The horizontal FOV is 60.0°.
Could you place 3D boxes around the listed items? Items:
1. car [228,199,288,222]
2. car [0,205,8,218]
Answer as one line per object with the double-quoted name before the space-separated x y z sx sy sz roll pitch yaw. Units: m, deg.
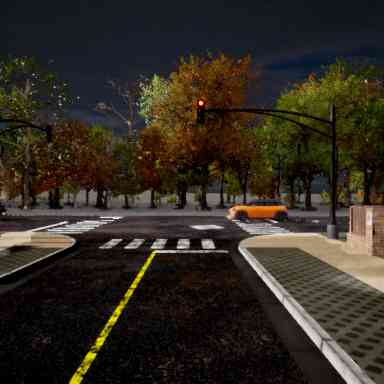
"car" 5.169 1.378 26.332 4.553 1.767 2.097 0 0 0
"car" -17.266 1.446 26.256 4.892 1.490 1.837 0 0 0
